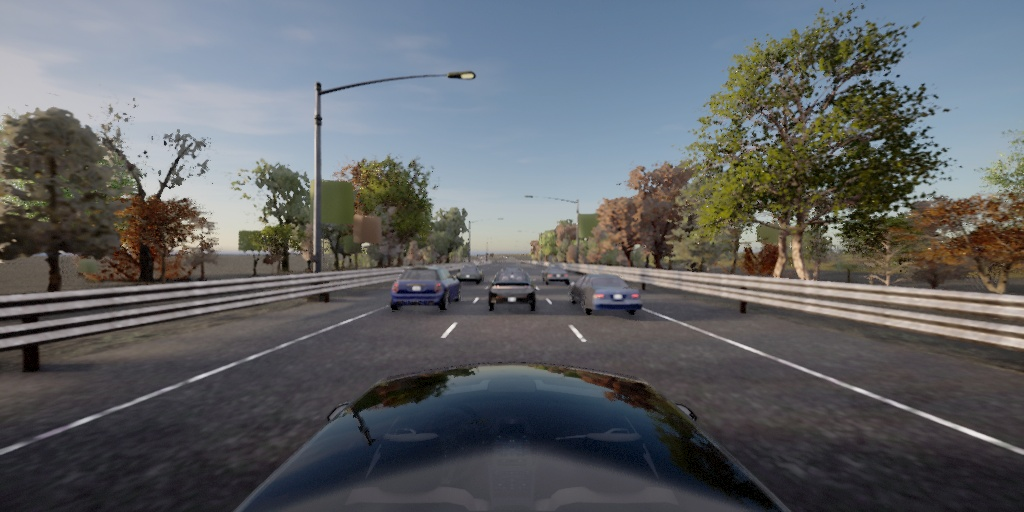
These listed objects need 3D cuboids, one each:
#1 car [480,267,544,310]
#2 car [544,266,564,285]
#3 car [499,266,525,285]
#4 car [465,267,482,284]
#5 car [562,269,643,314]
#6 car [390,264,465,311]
[{"bbox_3d":[0.022,1.371,15.346,2.128,1.511,4.902,0,0,1],"label":"car"},{"bbox_3d":[3.503,1.560,29.365,2.033,1.411,5.357,0,-1,1],"label":"car"},{"bbox_3d":[0.020,1.586,30.354,1.994,1.385,4.181,0,0,1],"label":"car"},{"bbox_3d":[-3.483,1.586,30.371,1.994,1.385,4.181,0,0,1],"label":"car"},{"bbox_3d":[3.508,1.416,14.359,2.033,1.411,5.357,0,-1,0],"label":"car"},{"bbox_3d":[-3.478,1.228,15.245,2.097,1.767,4.553,0,-1,0],"label":"car"}]
